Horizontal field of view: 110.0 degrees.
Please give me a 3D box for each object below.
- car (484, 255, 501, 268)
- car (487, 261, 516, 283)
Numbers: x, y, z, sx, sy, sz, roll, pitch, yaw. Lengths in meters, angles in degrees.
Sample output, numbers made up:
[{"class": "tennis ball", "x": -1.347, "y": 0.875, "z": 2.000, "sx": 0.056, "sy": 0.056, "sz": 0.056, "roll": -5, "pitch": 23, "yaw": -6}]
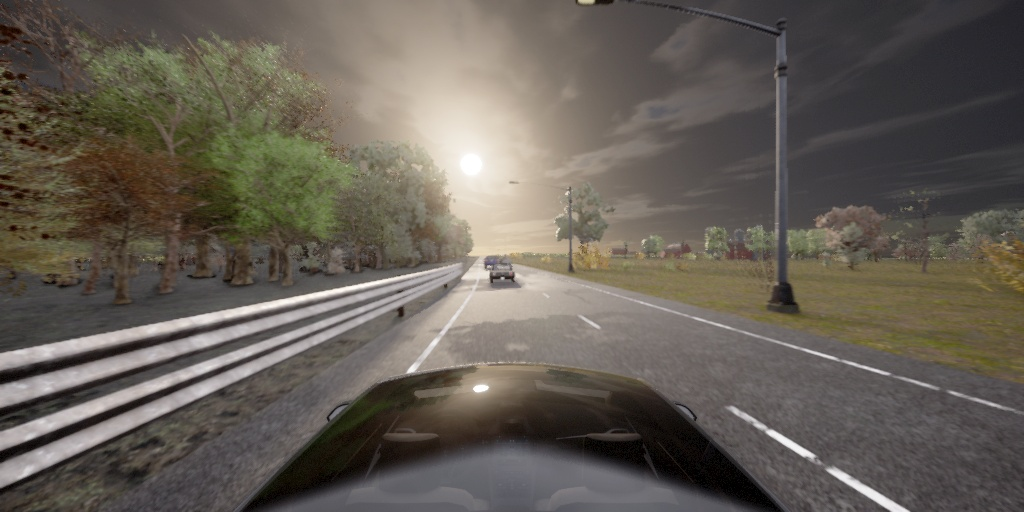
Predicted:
[{"class": "car", "x": -3.399, "y": 0.935, "z": 58.858, "sx": 2.150, "sy": 2.045, "sz": 5.566, "roll": 0, "pitch": 0, "yaw": -5}, {"class": "car", "x": -0.833, "y": 1.337, "z": 28.212, "sx": 1.895, "sy": 1.301, "sz": 4.718, "roll": 0, "pitch": 0, "yaw": -4}]
